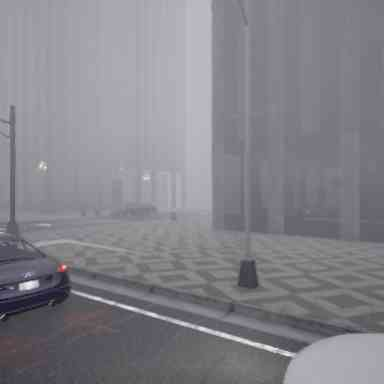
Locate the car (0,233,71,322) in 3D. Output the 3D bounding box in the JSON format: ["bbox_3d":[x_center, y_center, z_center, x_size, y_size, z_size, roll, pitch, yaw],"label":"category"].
[{"bbox_3d":[-4.389,1.550,6.816,4.181,1.385,1.994,0,0,36],"label":"car"}]

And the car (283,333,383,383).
[{"bbox_3d":[2.800,1.529,1.692,4.674,1.442,1.812,0,0,36],"label":"car"}]

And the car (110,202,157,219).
[{"bbox_3d":[-5.391,1.661,31.318,1.882,1.535,5.008,0,-1,36],"label":"car"}]
